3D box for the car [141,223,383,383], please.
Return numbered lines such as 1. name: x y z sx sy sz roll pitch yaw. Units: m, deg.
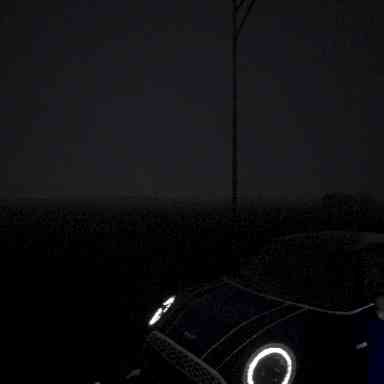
1. car: 1.649 1.353 4.234 4.553 1.767 2.097 0 0 -35
